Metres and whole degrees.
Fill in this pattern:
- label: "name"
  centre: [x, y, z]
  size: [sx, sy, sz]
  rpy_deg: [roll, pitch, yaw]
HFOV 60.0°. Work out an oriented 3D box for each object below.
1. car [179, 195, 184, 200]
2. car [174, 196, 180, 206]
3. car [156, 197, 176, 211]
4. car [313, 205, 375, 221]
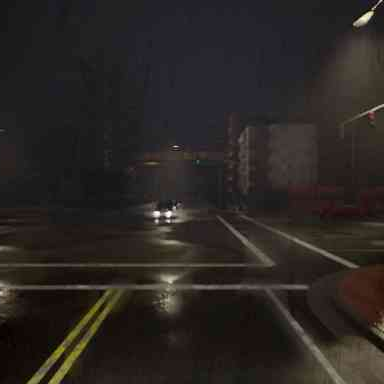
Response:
- label: "car"
  centre: [-3.485, 1.730, 71.595]
  size: [2.128, 1.511, 4.902]
  rpy_deg: [0, 0, 0]
- label: "car"
  centre: [-3.530, 1.737, 57.697]
  size: [1.994, 1.385, 4.181]
  rpy_deg: [0, 0, 0]
- label: "car"
  centre: [-3.567, 1.733, 43.780]
  size: [1.895, 1.301, 4.718]
  rpy_deg: [0, 0, 0]
- label: "car"
  centre: [13.178, 1.798, 29.144]
  size: [4.718, 1.301, 1.895]
  rpy_deg: [1, 0, 0]
